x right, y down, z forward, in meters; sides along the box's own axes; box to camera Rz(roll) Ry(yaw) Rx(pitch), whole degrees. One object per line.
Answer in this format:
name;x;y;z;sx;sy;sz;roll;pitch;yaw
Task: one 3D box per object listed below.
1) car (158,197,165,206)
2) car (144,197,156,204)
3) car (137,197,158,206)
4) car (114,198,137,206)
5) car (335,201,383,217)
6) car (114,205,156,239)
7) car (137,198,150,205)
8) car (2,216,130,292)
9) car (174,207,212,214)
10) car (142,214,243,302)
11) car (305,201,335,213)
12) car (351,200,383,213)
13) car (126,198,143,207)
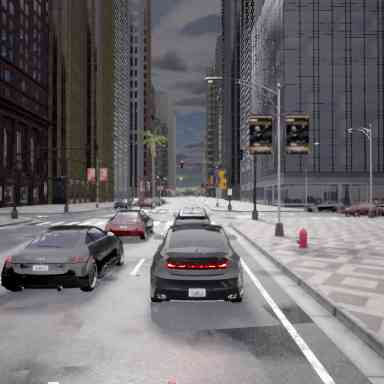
car;-6.643;1.656;60.106;2.097;1.767;4.553;0;0;0
car;-9.847;1.991;78.374;2.033;1.411;5.357;0;0;0
car;-6.657;1.710;50.068;1.882;1.535;5.008;0;0;0
car;-9.908;1.768;48.339;2.033;1.411;5.357;0;0;0
car;15.280;1.578;29.274;4.206;1.307;1.802;0;0;-1
car;-3.170;1.602;17.409;1.994;1.385;4.181;0;0;0
car;-9.837;1.927;67.780;1.994;1.385;4.181;0;0;1
car;-3.166;1.576;9.010;1.994;1.385;4.181;0;0;1
car;0.028;1.530;17.556;2.128;1.511;4.902;0;0;0
car;0.091;1.515;8.234;1.837;1.490;4.892;0;0;0
car;15.139;1.663;37.798;4.313;1.339;1.947;0;0;-1
car;20.779;1.644;37.892;4.313;1.339;1.947;0;0;-1
car;-9.903;1.779;57.894;2.128;1.511;4.902;0;0;0
